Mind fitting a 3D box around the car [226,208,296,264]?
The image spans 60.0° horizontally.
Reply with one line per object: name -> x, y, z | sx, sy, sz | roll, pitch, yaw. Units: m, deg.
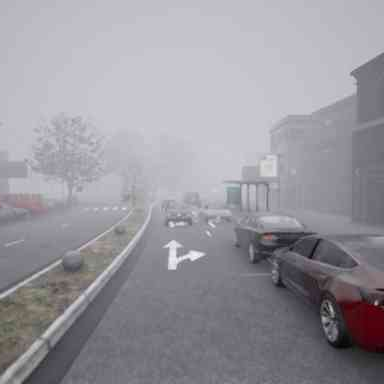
car -> 2.707, 1.448, 11.748 | 2.097, 1.535, 5.008 | 0, 0, -2

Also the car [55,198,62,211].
car -> -16.046, 1.249, 33.662 | 4.553, 1.767, 2.185 | 0, 0, -7

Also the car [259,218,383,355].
car -> 2.924, 1.492, 6.259 | 2.163, 1.488, 4.792 | 0, 0, -1

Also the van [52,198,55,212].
van -> -15.574, 1.170, 30.941 | 4.442, 1.987, 1.878 | 0, 0, -7

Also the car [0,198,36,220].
car -> -15.020, 1.463, 25.497 | 4.792, 1.488, 2.163 | 0, 0, -6

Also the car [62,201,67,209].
car -> -16.333, 1.353, 36.403 | 4.892, 1.521, 2.231 | 0, 1, -7

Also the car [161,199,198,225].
car -> -1.022, 1.476, 23.420 | 2.033, 1.411, 5.357 | 0, 0, -5

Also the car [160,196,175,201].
car -> -2.905, 1.323, 41.530 | 1.837, 1.490, 4.892 | 0, 1, -6

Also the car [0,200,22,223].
car -> -14.778, 1.487, 22.893 | 4.674, 1.452, 2.002 | 0, 0, -5

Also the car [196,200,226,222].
car -> 1.648, 1.511, 25.351 | 1.895, 1.301, 4.718 | 0, 0, -5

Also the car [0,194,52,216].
car -> -15.389, 1.166, 28.198 | 5.566, 2.045, 2.435 | 0, 0, -6

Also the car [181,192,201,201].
car -> -0.146, 1.018, 42.736 | 2.150, 2.045, 5.566 | 0, 0, -6
